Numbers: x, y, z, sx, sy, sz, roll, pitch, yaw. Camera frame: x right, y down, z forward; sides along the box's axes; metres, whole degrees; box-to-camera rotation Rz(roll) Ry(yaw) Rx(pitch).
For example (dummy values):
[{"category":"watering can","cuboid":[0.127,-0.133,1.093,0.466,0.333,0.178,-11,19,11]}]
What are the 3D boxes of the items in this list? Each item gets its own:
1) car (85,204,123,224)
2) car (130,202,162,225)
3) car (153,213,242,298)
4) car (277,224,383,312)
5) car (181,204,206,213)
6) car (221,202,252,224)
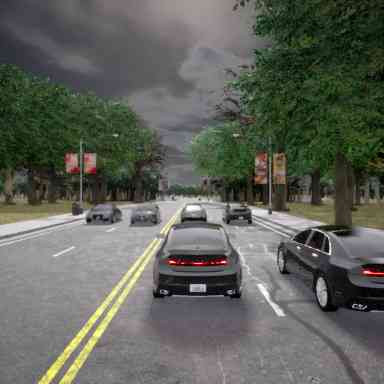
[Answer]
[{"category":"car","cuboid":[-6.569,1.613,25.202,1.994,1.385,4.181,0,0,0]},{"category":"car","cuboid":[-3.319,1.552,24.573,1.837,1.490,4.892,0,0,0]},{"category":"car","cuboid":[0.111,1.514,8.503,1.837,1.490,4.892,0,0,0]},{"category":"car","cuboid":[3.360,1.513,7.703,1.837,1.490,4.892,0,0,0]},{"category":"car","cuboid":[0.133,1.614,25.878,1.994,1.385,4.181,0,0,0]},{"category":"car","cuboid":[3.384,1.554,25.438,1.837,1.490,4.892,0,0,0]}]
